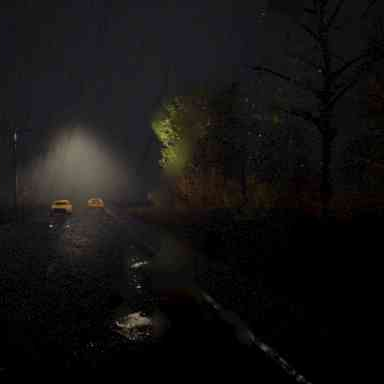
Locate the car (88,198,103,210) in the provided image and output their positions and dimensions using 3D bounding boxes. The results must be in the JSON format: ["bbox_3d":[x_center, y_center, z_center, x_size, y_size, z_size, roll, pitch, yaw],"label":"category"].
[{"bbox_3d":[-13.478,1.695,46.336,1.882,1.535,5.008,-1,0,-17],"label":"car"}]

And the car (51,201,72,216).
[{"bbox_3d":[-14.400,1.717,36.794,1.882,1.535,5.008,-1,0,-17],"label":"car"}]

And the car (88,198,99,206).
[{"bbox_3d":[-18.528,1.864,62.619,1.994,1.385,4.181,-1,0,-17],"label":"car"}]
